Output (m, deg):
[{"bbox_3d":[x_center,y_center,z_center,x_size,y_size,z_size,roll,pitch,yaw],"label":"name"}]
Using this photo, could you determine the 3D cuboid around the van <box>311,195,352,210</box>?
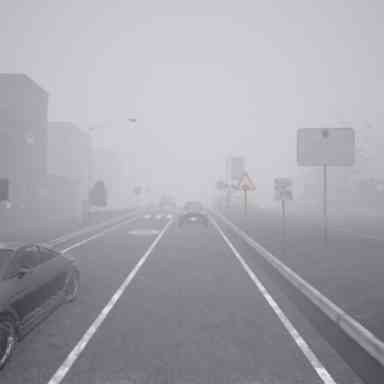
[{"bbox_3d":[18.425,1.347,43.450,4.442,1.987,1.878,0,-1,0],"label":"van"}]

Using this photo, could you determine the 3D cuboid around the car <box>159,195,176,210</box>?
[{"bbox_3d":[-3.381,1.366,46.487,2.150,2.045,5.566,0,-1,0],"label":"car"}]

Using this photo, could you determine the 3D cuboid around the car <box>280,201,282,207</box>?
[{"bbox_3d":[18.409,1.880,57.408,4.892,1.521,2.231,0,-2,-1],"label":"car"}]

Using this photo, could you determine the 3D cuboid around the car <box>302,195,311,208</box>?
[{"bbox_3d":[18.704,1.617,46.243,5.366,1.575,1.946,0,-1,0],"label":"car"}]

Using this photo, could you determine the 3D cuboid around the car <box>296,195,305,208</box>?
[{"bbox_3d":[18.683,1.667,48.903,5.366,1.575,1.946,0,-1,0],"label":"car"}]

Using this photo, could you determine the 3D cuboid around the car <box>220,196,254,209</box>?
[{"bbox_3d":[6.276,1.502,46.915,4.553,1.767,2.185,0,-1,0],"label":"car"}]

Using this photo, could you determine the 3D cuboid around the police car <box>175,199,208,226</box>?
[{"bbox_3d":[0.099,1.463,23.250,2.038,1.542,4.974,0,1,0],"label":"police car"}]

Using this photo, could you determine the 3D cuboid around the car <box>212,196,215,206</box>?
[{"bbox_3d":[6.191,1.588,56.144,5.566,2.045,2.435,0,-1,-1],"label":"car"}]

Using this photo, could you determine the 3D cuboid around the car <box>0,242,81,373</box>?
[{"bbox_3d":[-3.350,1.563,5.383,1.994,1.385,4.181,0,0,0],"label":"car"}]

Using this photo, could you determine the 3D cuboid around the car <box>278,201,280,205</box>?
[{"bbox_3d":[18.353,1.707,60.083,5.566,2.045,2.435,0,-2,-1],"label":"car"}]

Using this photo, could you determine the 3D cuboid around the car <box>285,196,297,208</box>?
[{"bbox_3d":[18.422,1.549,54.623,5.566,2.045,2.435,0,-2,-1],"label":"car"}]

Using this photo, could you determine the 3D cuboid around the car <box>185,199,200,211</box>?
[{"bbox_3d":[0.066,1.597,42.027,1.812,1.442,4.674,0,-1,0],"label":"car"}]

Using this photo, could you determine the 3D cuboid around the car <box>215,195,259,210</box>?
[{"bbox_3d":[6.084,1.576,43.993,5.366,1.575,1.946,0,-1,0],"label":"car"}]
